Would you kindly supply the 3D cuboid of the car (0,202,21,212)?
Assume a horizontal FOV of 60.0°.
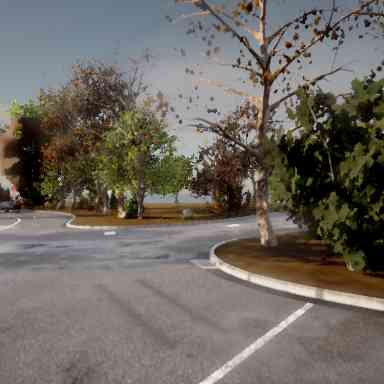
[{"bbox_3d":[-27.865,2.236,50.272,4.902,1.511,2.128,-1,-1,33],"label":"car"}]
